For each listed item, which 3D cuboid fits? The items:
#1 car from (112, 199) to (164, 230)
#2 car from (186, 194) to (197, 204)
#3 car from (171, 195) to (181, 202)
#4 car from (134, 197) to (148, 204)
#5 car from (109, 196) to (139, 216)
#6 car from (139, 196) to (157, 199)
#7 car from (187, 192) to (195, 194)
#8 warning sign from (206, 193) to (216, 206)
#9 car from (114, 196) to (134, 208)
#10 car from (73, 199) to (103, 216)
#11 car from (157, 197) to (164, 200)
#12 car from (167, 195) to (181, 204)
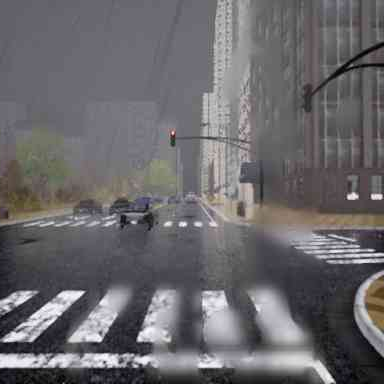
[{"bbox_3d":[-3.191,1.437,20.690,2.128,1.511,4.902,0,0,0],"label":"car"},{"bbox_3d":[-0.120,1.482,59.548,2.033,1.411,5.357,0,0,0],"label":"car"},{"bbox_3d":[-3.392,1.356,69.963,1.812,1.442,4.674,0,0,0],"label":"car"},{"bbox_3d":[-9.881,1.589,64.913,1.895,1.301,4.718,0,0,0],"label":"car"},{"bbox_3d":[-6.659,1.429,32.068,1.837,1.490,4.892,0,0,0],"label":"car"},{"bbox_3d":[-6.683,1.398,48.850,1.882,1.535,5.008,0,0,0],"label":"car"},{"bbox_3d":[-0.142,1.057,70.000,2.150,2.045,5.566,0,0,0],"label":"car"},{"bbox_3d":[2.732,1.035,47.656,1.300,1.860,1.060,-1,-1,0],"label":"warning sign"},{"bbox_3d":[-9.931,1.424,48.776,1.837,1.490,4.892,0,0,0],"label":"car"},{"bbox_3d":[-9.908,1.430,32.015,1.837,1.490,4.892,0,0,0],"label":"car"},{"bbox_3d":[-6.631,1.577,64.920,1.895,1.301,4.718,0,0,0],"label":"car"},{"bbox_3d":[-3.371,1.460,59.926,1.812,1.442,4.674,0,0,0],"label":"car"}]
